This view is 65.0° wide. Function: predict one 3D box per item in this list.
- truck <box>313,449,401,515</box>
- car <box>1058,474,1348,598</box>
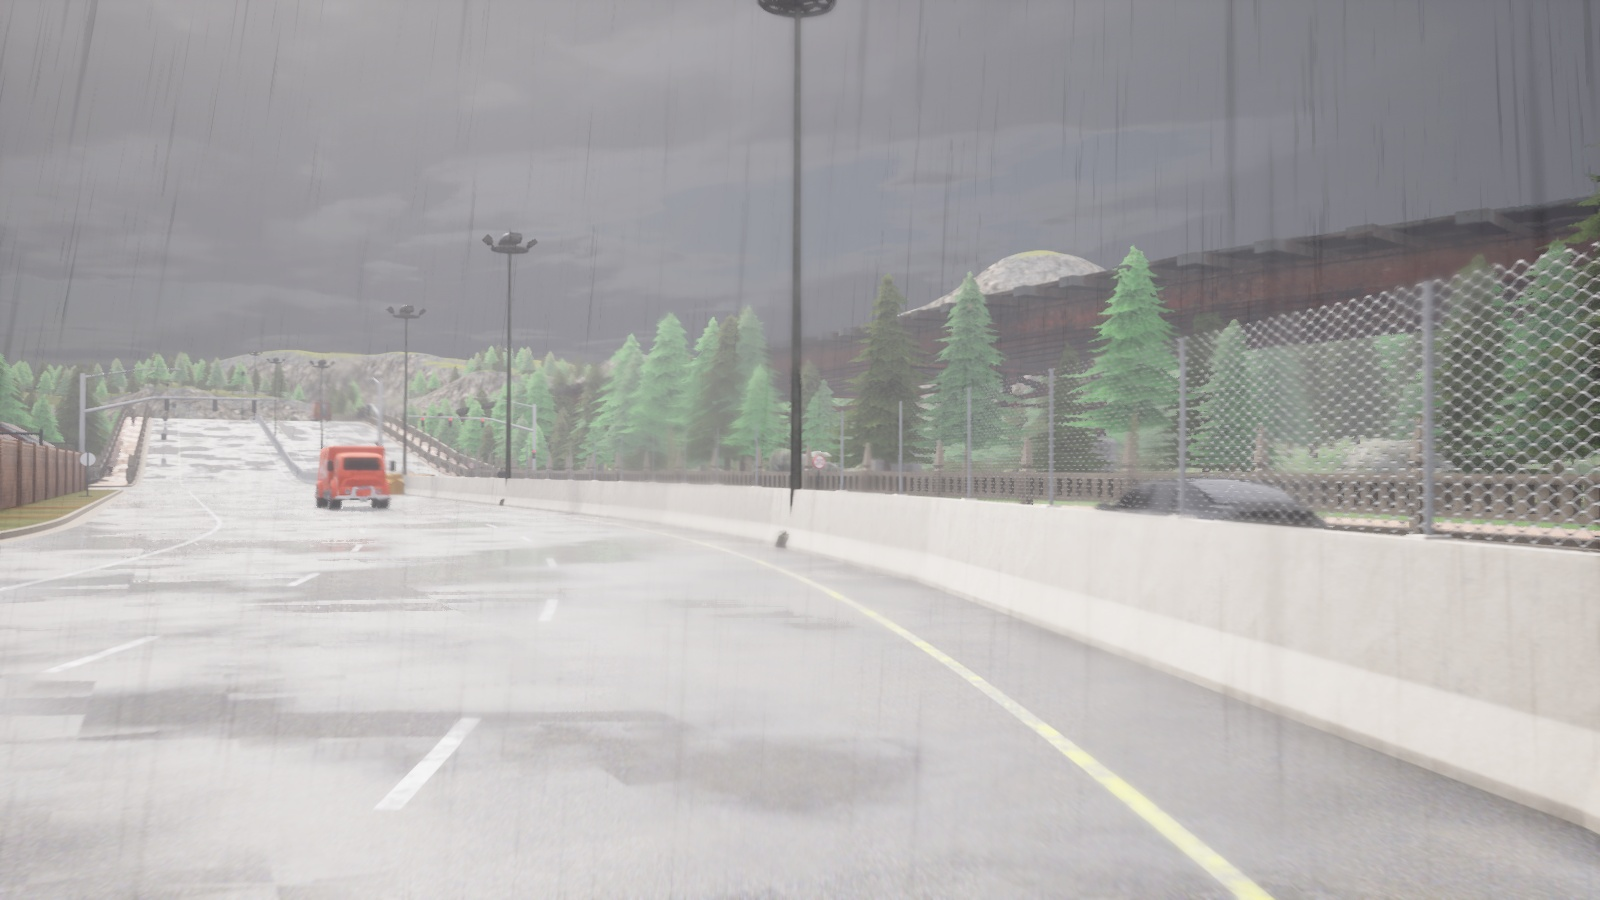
[{"bbox_3d":[-17.617,1.240,49.743,2.627,2.467,5.204,0,-1,-27],"label":"truck"},{"bbox_3d":[5.437,1.093,17.758,1.837,1.490,4.892,0,-1,-10],"label":"car"}]
